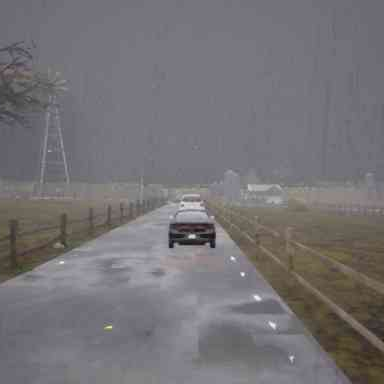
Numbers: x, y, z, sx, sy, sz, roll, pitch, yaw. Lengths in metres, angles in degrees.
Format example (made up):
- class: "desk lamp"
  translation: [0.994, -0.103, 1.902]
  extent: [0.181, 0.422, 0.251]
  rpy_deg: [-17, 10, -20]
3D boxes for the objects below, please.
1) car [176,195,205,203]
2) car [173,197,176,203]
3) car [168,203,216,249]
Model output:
- class: "car"
  translation: [0.000, 1.259, 29.681]
  extent: [2.150, 2.045, 5.566]
  rpy_deg: [0, 0, 0]
- class: "car"
  translation: [-2.755, 1.714, 67.912]
  extent: [1.837, 1.490, 4.892]
  rpy_deg: [0, 0, 0]
- class: "car"
  translation: [0.000, 1.483, 14.651]
  extent: [1.882, 1.535, 5.008]
  rpy_deg: [0, 0, 0]
